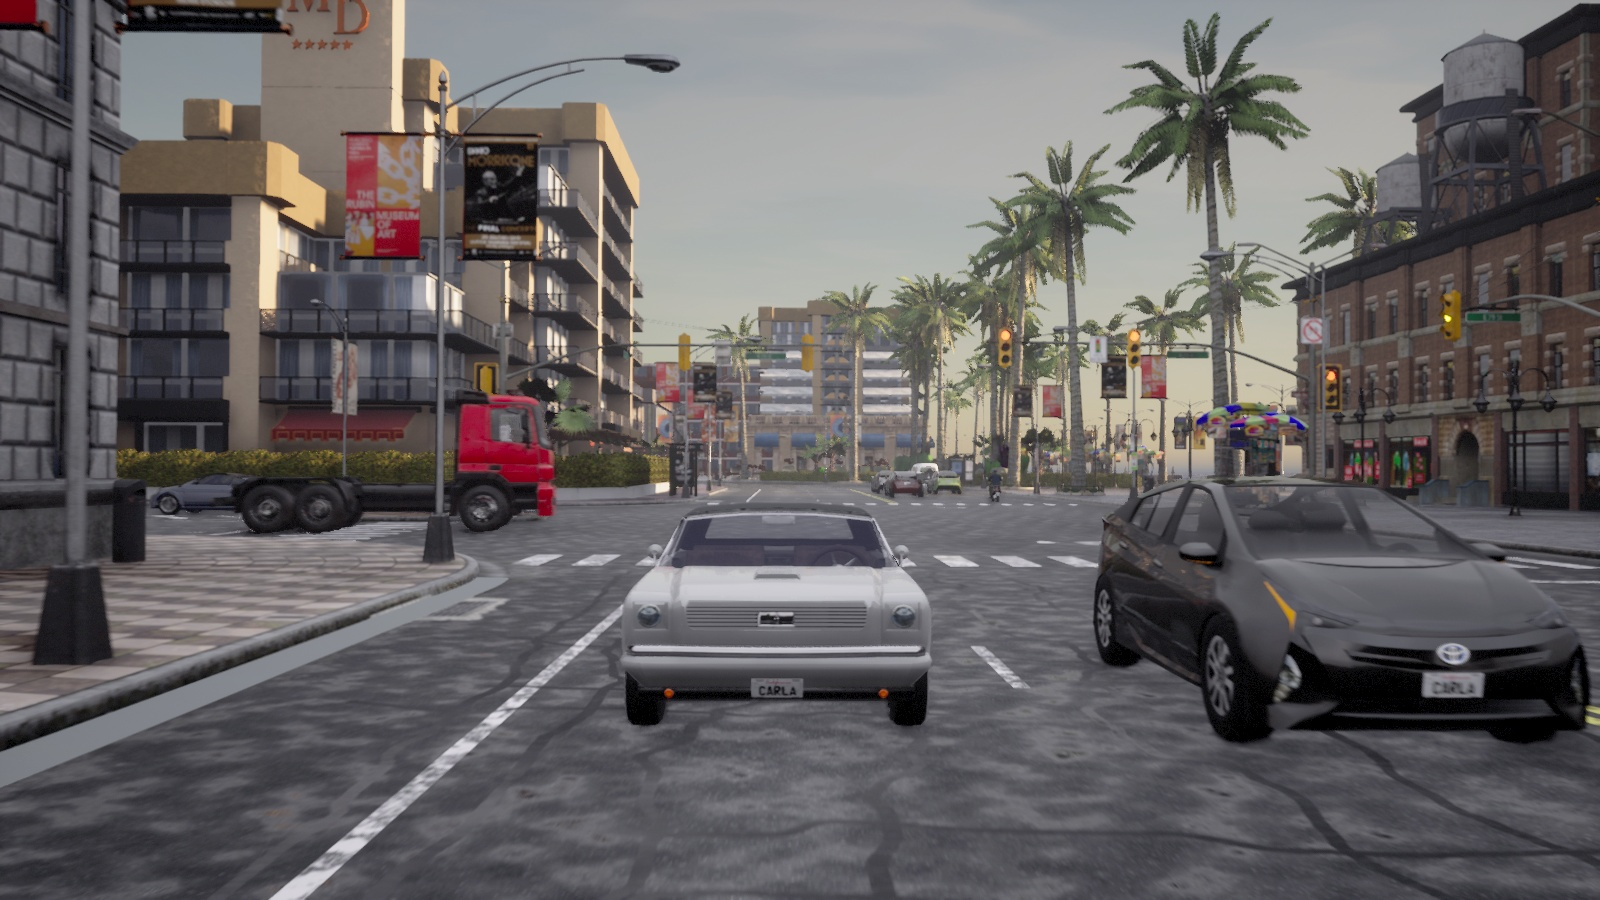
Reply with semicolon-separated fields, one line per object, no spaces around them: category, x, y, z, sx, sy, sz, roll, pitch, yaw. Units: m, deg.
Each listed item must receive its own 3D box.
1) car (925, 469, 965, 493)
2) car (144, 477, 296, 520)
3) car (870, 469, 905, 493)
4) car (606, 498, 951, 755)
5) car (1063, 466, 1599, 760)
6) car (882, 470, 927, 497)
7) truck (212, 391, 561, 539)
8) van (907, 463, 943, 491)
car;9.446;2.017;82.264;2.007;1.525;4.514;0;-1;-1
car;-19.388;1.617;42.100;4.181;1.385;1.994;0;-1;-1
car;5.912;2.075;85.027;2.007;1.525;4.514;0;-1;-1
car;-0.149;1.060;9.279;1.895;1.301;4.718;0;-1;-1
car;3.357;0.885;8.824;2.007;1.525;4.514;0;-1;-1
car;6.052;1.944;73.363;2.163;1.488;4.792;0;-1;-1
truck;-10.065;0.367;31.454;7.936;3.462;2.891;0;-1;-9
van;9.290;1.972;93.529;2.069;2.038;4.480;0;-1;-2
